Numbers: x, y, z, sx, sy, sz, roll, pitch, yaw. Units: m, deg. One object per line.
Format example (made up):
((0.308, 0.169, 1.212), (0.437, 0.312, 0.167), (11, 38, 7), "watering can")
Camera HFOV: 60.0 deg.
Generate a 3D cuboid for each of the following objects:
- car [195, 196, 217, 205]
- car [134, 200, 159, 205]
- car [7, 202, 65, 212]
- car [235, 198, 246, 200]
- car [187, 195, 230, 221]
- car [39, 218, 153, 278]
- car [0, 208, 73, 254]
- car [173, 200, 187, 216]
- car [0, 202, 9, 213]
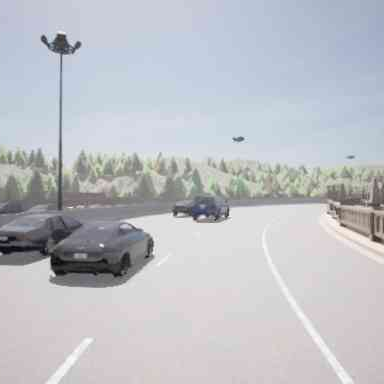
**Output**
((2.787, 1.669, 66.074), (2.097, 1.767, 4.553), (0, -1, 38), "car")
((-6.032, 1.784, 46.250), (1.895, 1.301, 4.718), (0, 0, 27), "car")
((-10.737, 1.590, 24.248), (1.812, 1.442, 4.674), (0, 0, 15), "car")
((9.125, 1.868, 62.781), (1.994, 1.385, 4.181), (-1, -1, 39), "car")
((1.720, 1.306, 28.643), (2.150, 2.045, 5.566), (0, 0, 19), "car")
((-2.561, 1.586, 10.368), (1.994, 1.385, 4.181), (0, 0, 7), "car")
((-5.750, 1.574, 13.349), (2.033, 1.411, 5.357), (0, 0, 9), "car")
((-0.295, 1.609, 33.077), (1.837, 1.490, 4.892), (0, 0, 21), "car")
((-16.587, 1.633, 29.489), (2.033, 1.411, 5.357), (0, 0, 17), "car")
